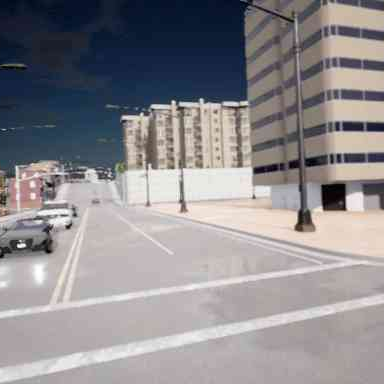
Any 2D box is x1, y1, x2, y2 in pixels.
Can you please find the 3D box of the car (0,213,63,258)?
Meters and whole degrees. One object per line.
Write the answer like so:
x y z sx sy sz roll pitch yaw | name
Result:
-6.984 1.867 14.442 1.994 1.385 4.181 -3 0 -17 | car

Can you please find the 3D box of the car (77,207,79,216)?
-13.920 2.116 37.610 1.882 1.535 5.008 -3 0 -17 | car

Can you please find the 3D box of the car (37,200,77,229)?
-10.150 1.677 24.940 2.150 2.045 5.566 -3 0 -17 | car
